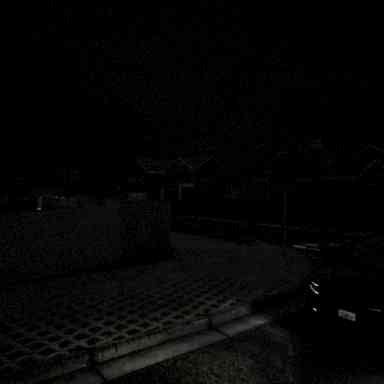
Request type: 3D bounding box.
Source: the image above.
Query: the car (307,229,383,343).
[{"bbox_3d":[4.142,1.459,6.257,5.008,1.535,1.882,0,0,-38],"label":"car"}]

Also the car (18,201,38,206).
[{"bbox_3d":[-22.370,1.432,44.784,1.895,1.301,4.718,3,-2,-44],"label":"car"}]
